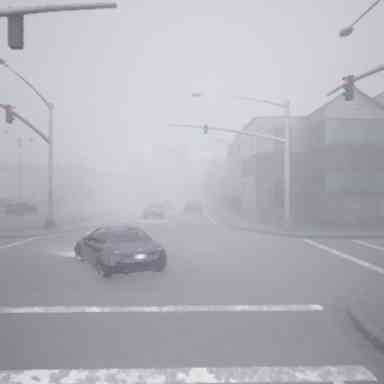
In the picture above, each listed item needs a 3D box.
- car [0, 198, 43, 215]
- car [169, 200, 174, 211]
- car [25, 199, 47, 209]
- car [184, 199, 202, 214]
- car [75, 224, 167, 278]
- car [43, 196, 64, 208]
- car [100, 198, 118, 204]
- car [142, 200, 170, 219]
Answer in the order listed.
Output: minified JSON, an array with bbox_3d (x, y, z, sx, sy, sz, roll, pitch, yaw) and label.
[{"bbox_3d":[-18.921,1.769,37.071,2.007,1.523,4.514,0,0,0],"label":"car"},{"bbox_3d":[-3.562,1.852,46.150,1.837,1.490,4.892,0,-1,0],"label":"car"},{"bbox_3d":[-25.950,1.971,55.542,1.970,1.475,3.806,0,0,0],"label":"car"},{"bbox_3d":[0.103,1.650,39.507,2.097,1.767,4.553,0,0,0],"label":"car"},{"bbox_3d":[-2.483,1.776,11.114,1.994,1.385,4.181,0,0,-31],"label":"car"},{"bbox_3d":[-22.623,1.682,54.941,1.905,1.878,3.866,0,0,0],"label":"car"},{"bbox_3d":[-22.168,2.340,88.939,4.611,1.667,2.242,0,0,0],"label":"car"},{"bbox_3d":[-3.589,1.791,32.330,2.033,1.411,5.357,0,0,0],"label":"car"}]
